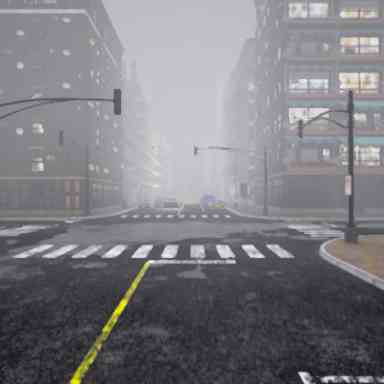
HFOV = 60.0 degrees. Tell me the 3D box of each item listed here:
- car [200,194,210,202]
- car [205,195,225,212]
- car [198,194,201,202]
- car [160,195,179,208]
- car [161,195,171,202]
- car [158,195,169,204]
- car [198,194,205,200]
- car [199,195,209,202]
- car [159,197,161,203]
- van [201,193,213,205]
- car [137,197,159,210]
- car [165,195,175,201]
[{"bbox_3d":[2.601,1.257,67.979,1.967,1.590,4.097,1,0,0],"label":"car"},{"bbox_3d":[2.718,1.413,37.180,1.752,1.417,4.829,1,0,0],"label":"car"},{"bbox_3d":[2.598,1.156,56.667,2.192,1.841,5.009,1,0,0],"label":"car"},{"bbox_3d":[-2.733,1.435,44.514,1.994,1.385,4.181,0,0,0],"label":"car"},{"bbox_3d":[-5.281,1.399,67.928,1.802,1.307,4.206,1,0,0],"label":"car"},{"bbox_3d":[-5.282,1.354,62.100,1.752,1.417,4.829,1,0,0],"label":"car"},{"bbox_3d":[2.608,1.322,90.604,1.887,1.381,4.507,1,0,0],"label":"car"},{"bbox_3d":[2.602,1.356,73.636,2.008,1.369,4.403,1,0,0],"label":"car"},{"bbox_3d":[-5.285,1.423,56.612,1.802,1.307,4.206,1,0,0],"label":"car"},{"bbox_3d":[2.628,1.195,51.013,1.690,1.788,3.998,1,0,0],"label":"van"},{"bbox_3d":[-5.420,1.432,39.639,2.008,1.369,4.403,1,0,0],"label":"car"},{"bbox_3d":[-5.276,1.346,79.243,2.008,1.369,4.403,1,0,0],"label":"car"}]
